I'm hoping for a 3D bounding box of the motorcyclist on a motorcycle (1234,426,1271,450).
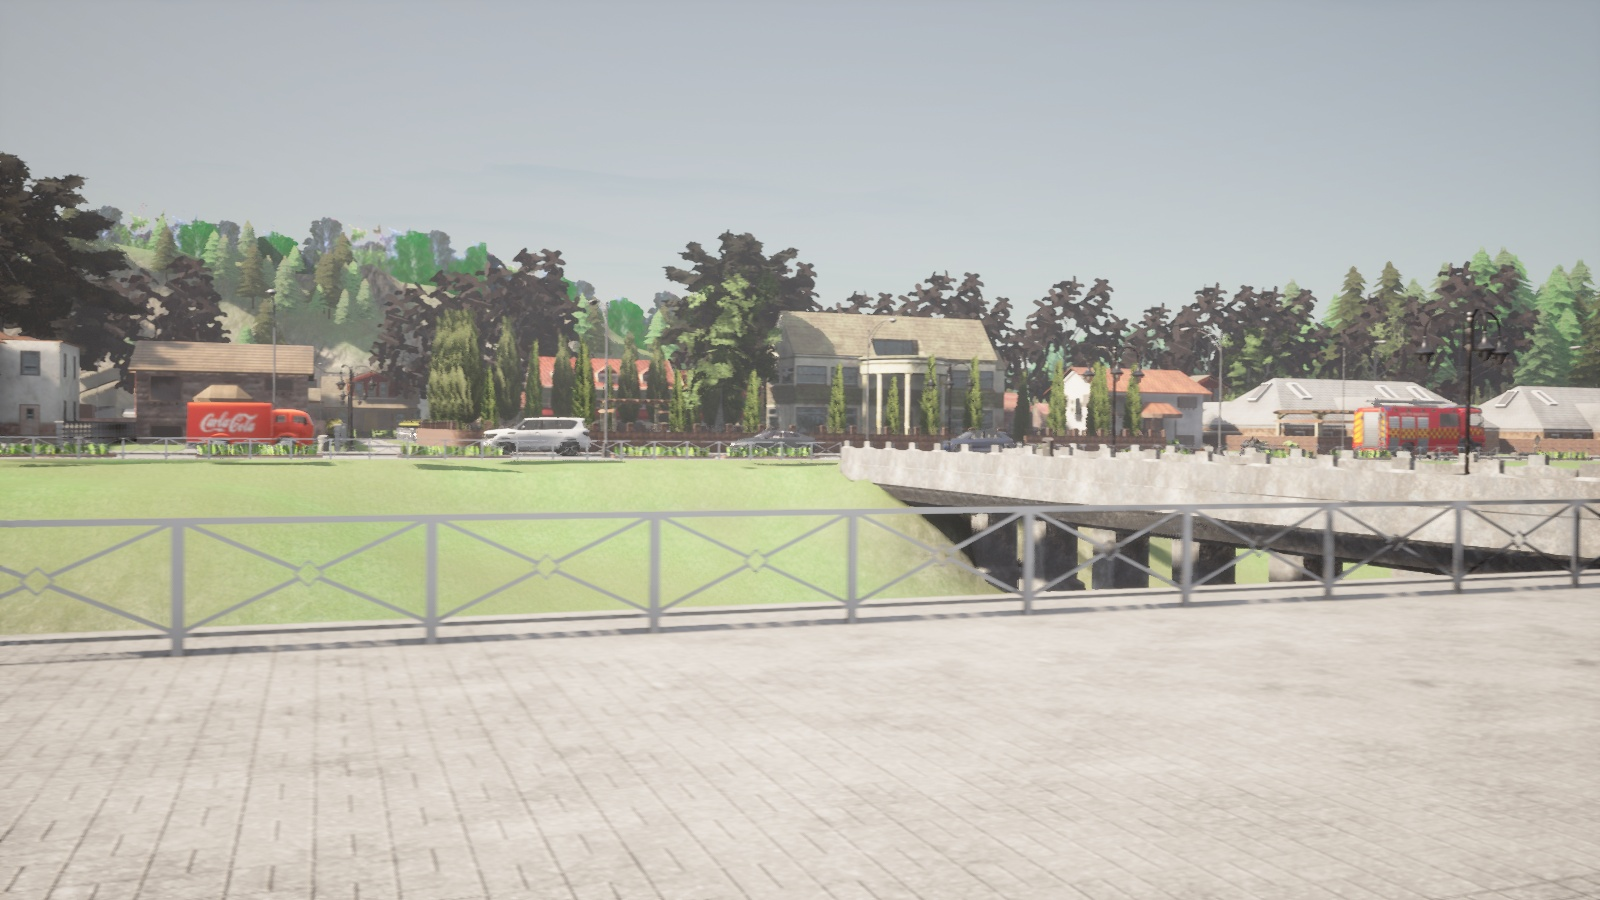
[{"bbox_3d":[29.120,-0.797,80.801,2.191,1.530,0.866,-1,1,-21],"label":"motorcyclist on a motorcycle"}]

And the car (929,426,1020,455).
[{"bbox_3d":[10.232,-0.581,73.633,4.856,1.649,2.033,-1,1,-21],"label":"car"}]

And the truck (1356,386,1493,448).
[{"bbox_3d":[40.099,-2.113,80.673,8.468,3.827,2.891,-1,1,-21],"label":"truck"}]

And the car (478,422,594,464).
[{"bbox_3d":[-13.570,-0.387,64.600,5.566,2.045,2.150,-1,1,-21],"label":"car"}]

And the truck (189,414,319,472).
[{"bbox_3d":[-24.345,-0.340,56.231,5.204,2.467,2.627,-1,1,-21],"label":"truck"}]

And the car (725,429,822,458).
[{"bbox_3d":[-1.474,-0.356,69.192,4.902,1.511,2.128,-1,1,-21],"label":"car"}]
